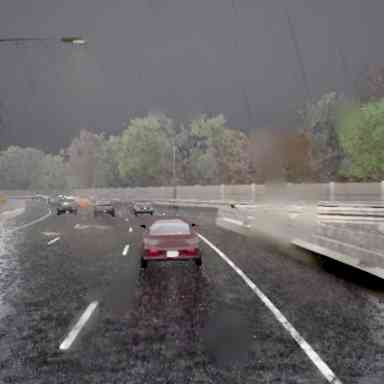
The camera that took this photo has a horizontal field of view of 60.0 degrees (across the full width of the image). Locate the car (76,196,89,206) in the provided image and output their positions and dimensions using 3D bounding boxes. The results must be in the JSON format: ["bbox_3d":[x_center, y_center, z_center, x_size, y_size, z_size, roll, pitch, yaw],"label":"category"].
[{"bbox_3d":[-17.605,1.465,53.092,2.097,1.767,4.553,0,0,-28],"label":"car"}]

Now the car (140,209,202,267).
[{"bbox_3d":[-0.785,1.535,11.439,1.812,1.442,4.674,0,0,-6],"label":"car"}]

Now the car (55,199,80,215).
[{"bbox_3d":[-13.167,1.683,35.221,1.895,1.301,4.718,0,0,-20],"label":"car"}]

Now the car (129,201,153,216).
[{"bbox_3d":[-5.156,1.589,33.370,2.033,1.411,5.357,0,0,-18],"label":"car"}]

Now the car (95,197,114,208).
[{"bbox_3d":[-14.294,1.622,54.270,1.994,1.385,4.181,-5,4,-27],"label":"car"}]

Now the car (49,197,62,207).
[{"bbox_3d":[-21.932,1.626,53.674,2.128,1.511,4.902,0,0,-30],"label":"car"}]

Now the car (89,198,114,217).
[{"bbox_3d":[-8.710,1.551,32.655,2.128,1.511,4.902,0,0,-18],"label":"car"}]
